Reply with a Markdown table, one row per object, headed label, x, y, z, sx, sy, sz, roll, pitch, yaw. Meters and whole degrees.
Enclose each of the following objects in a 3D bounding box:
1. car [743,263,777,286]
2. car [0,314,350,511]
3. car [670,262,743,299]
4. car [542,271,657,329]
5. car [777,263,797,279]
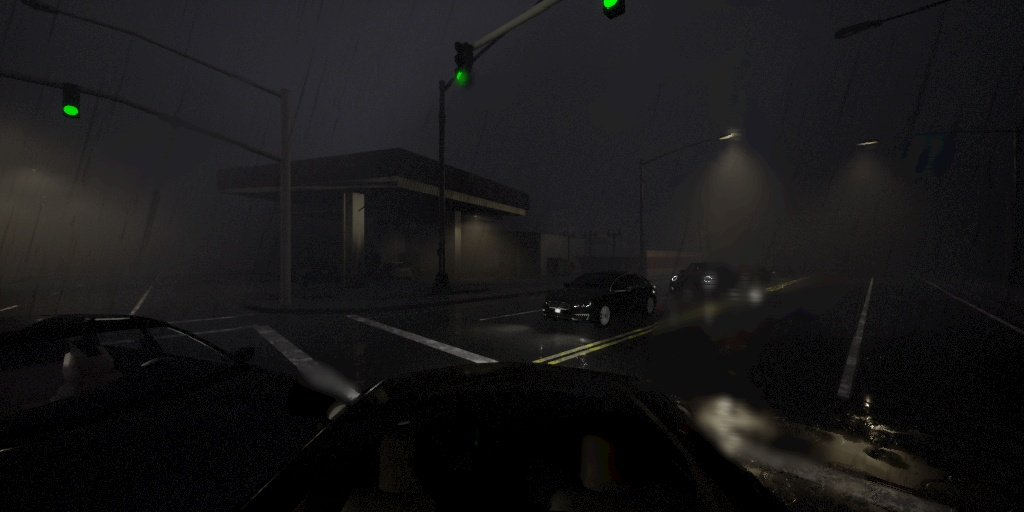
| label | x | y | z | sx | sy | sz | roll | pitch | yaw |
| --- | --- | --- | --- | --- | --- | --- | --- | --- | --- |
| car | 16.862 | 1.316 | 25.210 | 1.994 | 1.385 | 4.181 | 0 | 0 | 45 |
| car | -3.400 | 1.241 | 2.609 | 4.902 | 1.511 | 2.128 | 0 | 0 | 15 |
| car | 9.876 | 1.104 | 18.360 | 4.553 | 1.767 | 2.097 | 0 | 0 | -44 |
| car | 2.979 | 1.256 | 11.573 | 4.892 | 1.490 | 1.837 | 0 | 0 | -45 |
| car | 24.056 | 1.317 | 32.203 | 4.181 | 1.385 | 1.994 | 0 | 0 | -44 |
